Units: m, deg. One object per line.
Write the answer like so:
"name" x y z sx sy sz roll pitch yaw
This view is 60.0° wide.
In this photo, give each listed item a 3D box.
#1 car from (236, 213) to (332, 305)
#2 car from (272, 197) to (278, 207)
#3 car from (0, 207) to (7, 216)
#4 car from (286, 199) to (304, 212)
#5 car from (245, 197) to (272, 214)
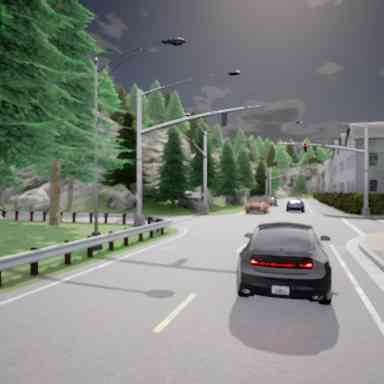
"car" 2.299 1.498 8.222 1.837 1.490 4.892 0 0 18
"car" 11.886 1.521 50.328 1.994 1.385 4.181 0 0 18
"car" -19.583 1.544 30.544 5.357 1.411 2.033 0 0 18
"car" 12.181 1.529 39.163 1.994 1.385 4.181 0 0 18
"car" 6.827 1.323 34.665 2.097 1.767 4.553 0 0 18
